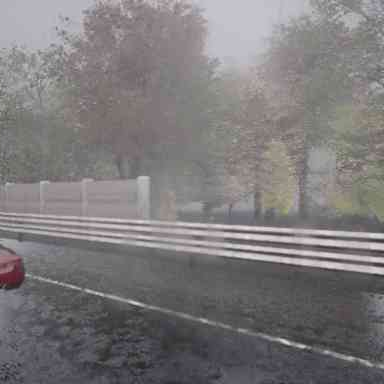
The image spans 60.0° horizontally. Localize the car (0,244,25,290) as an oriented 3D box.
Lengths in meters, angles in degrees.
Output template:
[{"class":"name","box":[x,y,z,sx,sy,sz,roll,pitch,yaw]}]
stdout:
[{"class":"car","box":[-5.939,1.643,8.116,4.181,1.385,1.994,-1,0,35]}]
